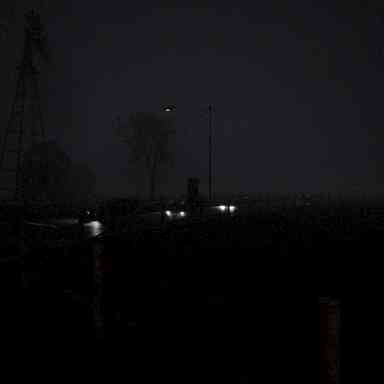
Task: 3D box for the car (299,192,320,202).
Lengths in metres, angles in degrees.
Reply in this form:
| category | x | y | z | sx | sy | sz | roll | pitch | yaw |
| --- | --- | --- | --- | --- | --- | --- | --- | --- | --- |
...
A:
| category | x | y | z | sx | sy | sz | roll | pitch | yaw |
| --- | --- | --- | --- | --- | --- | --- | --- | --- | --- |
| car | 18.910 | 0.800 | 54.392 | 1.812 | 1.442 | 4.674 | 1 | 2 | 35 |

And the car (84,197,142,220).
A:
| category | x | y | z | sx | sy | sz | roll | pitch | yaw |
| --- | --- | --- | --- | --- | --- | --- | --- | --- | --- |
| car | -5.992 | 1.206 | 25.663 | 1.837 | 1.490 | 4.892 | 1 | 2 | 35 |

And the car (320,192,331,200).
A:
| category | x | y | z | sx | sy | sz | roll | pitch | yaw |
| --- | --- | --- | --- | --- | --- | --- | --- | --- | --- |
| car | 24.707 | 0.710 | 62.577 | 1.994 | 1.385 | 4.181 | 1 | 1 | 36 |

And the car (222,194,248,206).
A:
| category | x | y | z | sx | sy | sz | roll | pitch | yaw |
| --- | --- | --- | --- | --- | --- | --- | --- | --- | --- |
| car | 5.424 | 1.005 | 41.760 | 1.994 | 1.385 | 4.181 | 1 | 2 | 35 |

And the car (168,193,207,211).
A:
| category | x | y | z | sx | sy | sz | roll | pitch | yaw |
| --- | --- | --- | --- | --- | --- | --- | --- | --- | --- |
| car | -0.350 | 0.924 | 33.614 | 2.097 | 1.767 | 4.553 | 1 | 2 | 35 |
